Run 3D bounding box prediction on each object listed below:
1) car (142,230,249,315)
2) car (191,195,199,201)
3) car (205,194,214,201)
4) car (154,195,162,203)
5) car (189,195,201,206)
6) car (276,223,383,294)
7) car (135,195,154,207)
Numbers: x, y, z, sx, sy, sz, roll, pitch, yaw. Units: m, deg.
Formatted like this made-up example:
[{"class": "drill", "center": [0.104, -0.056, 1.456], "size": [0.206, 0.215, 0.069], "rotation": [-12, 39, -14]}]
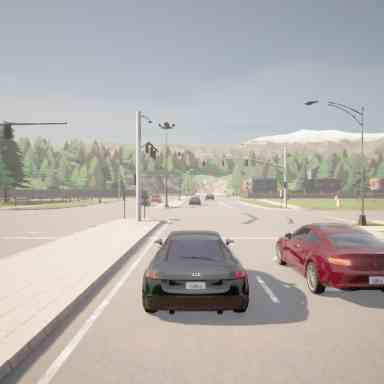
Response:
[{"class": "car", "center": [0.056, 1.564, 7.669], "size": [1.994, 1.385, 4.181], "rotation": [0, 0, 0]}, {"class": "car", "center": [0.836, 1.428, 82.129], "size": [1.895, 1.301, 4.718], "rotation": [0, 0, 1]}, {"class": "car", "center": [4.335, 1.188, 82.024], "size": [2.097, 1.767, 4.553], "rotation": [0, 0, 1]}, {"class": "car", "center": [-7.367, 1.354, 67.734], "size": [2.097, 1.767, 4.553], "rotation": [0, 0, 1]}, {"class": "car", "center": [0.491, 1.563, 56.673], "size": [1.994, 1.385, 4.181], "rotation": [0, 0, 1]}, {"class": "car", "center": [3.554, 1.526, 8.673], "size": [1.812, 1.442, 4.674], "rotation": [0, 0, 0]}, {"class": "car", "center": [-7.665, 1.502, 52.072], "size": [1.837, 1.490, 4.892], "rotation": [0, 1, 1]}]
